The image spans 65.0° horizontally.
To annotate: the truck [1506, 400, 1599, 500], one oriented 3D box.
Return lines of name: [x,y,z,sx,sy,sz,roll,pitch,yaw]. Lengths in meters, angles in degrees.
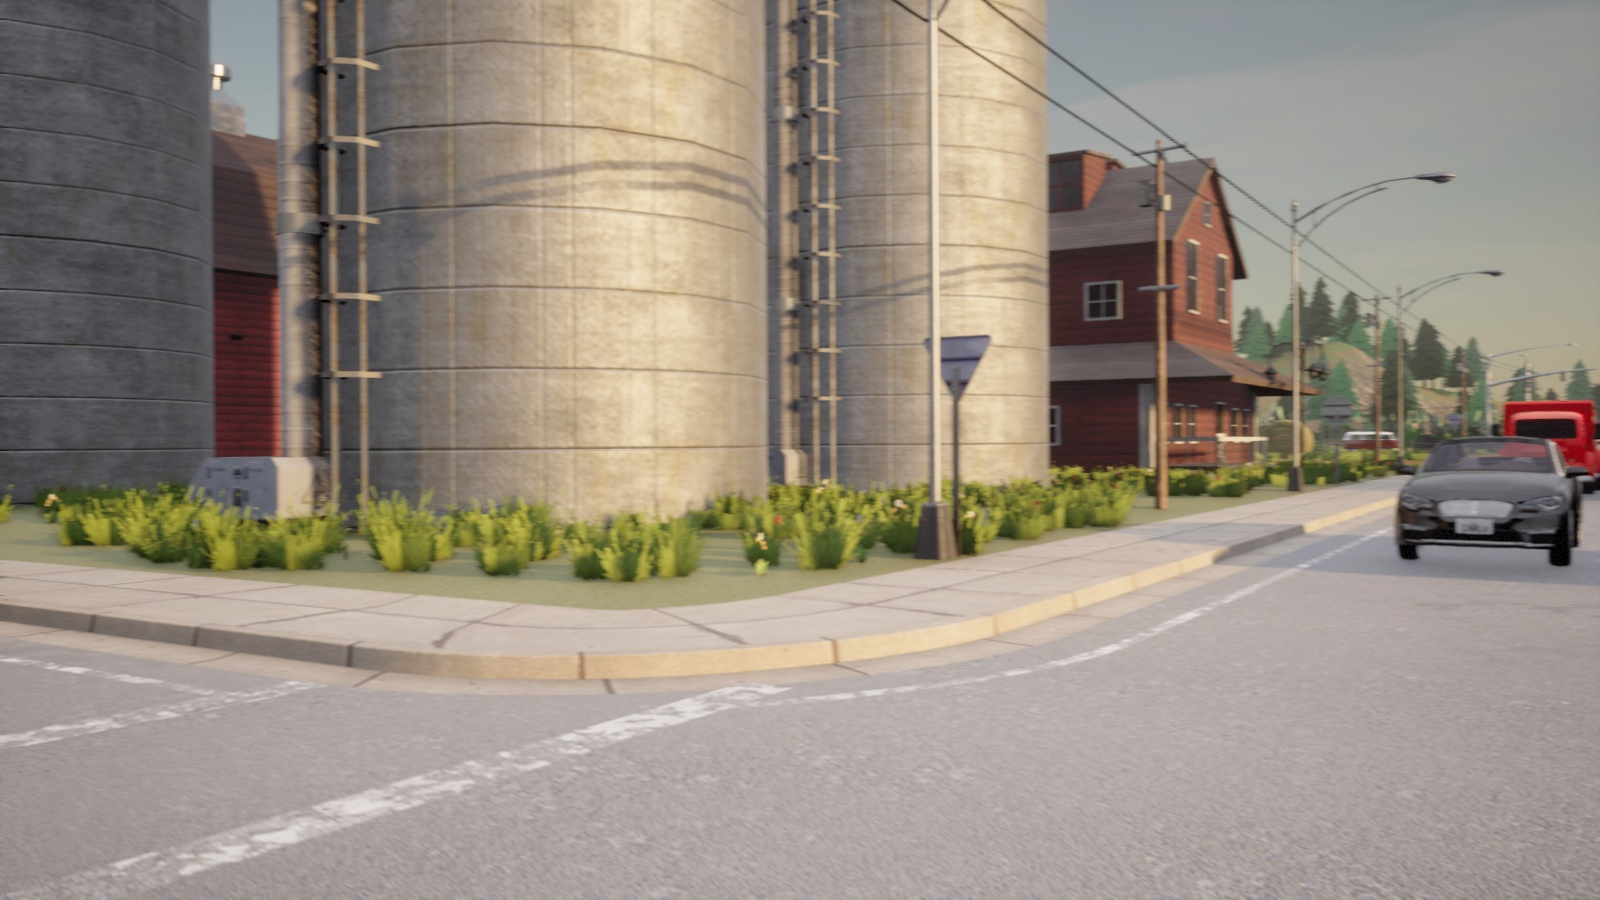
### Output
truck: [20.826,-0.084,34.047,2.627,2.467,5.204,0,2,33]

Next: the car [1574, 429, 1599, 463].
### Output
car: [48.538,-0.257,76.593,2.150,2.045,5.566,0,0,33]

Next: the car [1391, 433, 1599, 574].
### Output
car: [9.131,0.556,16.027,2.128,1.511,4.902,0,0,34]
